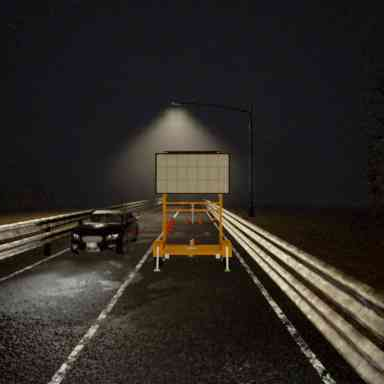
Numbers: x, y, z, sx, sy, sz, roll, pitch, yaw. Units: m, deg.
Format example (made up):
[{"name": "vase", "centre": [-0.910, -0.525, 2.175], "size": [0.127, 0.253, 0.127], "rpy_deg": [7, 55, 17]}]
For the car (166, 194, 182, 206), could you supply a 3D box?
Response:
[{"name": "car", "centre": [-3.293, 1.242, 53.948], "size": [2.150, 2.045, 5.566], "rpy_deg": [0, 0, 0]}]

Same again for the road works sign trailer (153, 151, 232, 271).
[{"name": "road works sign trailer", "centre": [0.020, 0.468, 10.869], "size": [2.380, 3.560, 2.880], "rpy_deg": [0, 0, 0]}]

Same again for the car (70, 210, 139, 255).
[{"name": "car", "centre": [-3.338, 1.497, 13.510], "size": [2.128, 1.511, 4.902], "rpy_deg": [0, 0, 0]}]
